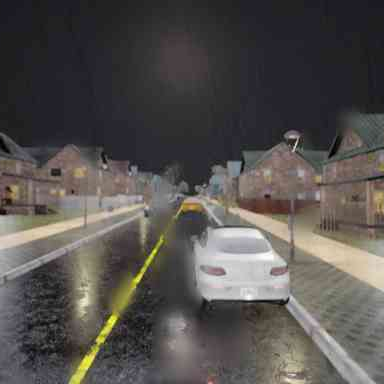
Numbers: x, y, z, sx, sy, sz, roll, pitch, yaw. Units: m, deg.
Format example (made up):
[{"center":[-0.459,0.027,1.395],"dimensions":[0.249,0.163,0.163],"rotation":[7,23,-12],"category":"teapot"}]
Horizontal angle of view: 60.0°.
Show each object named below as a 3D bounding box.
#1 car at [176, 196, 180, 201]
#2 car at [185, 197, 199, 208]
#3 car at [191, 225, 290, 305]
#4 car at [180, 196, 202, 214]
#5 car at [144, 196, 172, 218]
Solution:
[{"center":[-2.855,1.518,81.823],"dimensions":[1.895,1.301,4.718],"rotation":[0,0,0],"category":"car"},{"center":[-0.017,1.424,46.305],"dimensions":[1.837,1.490,4.892],"rotation":[0,0,1],"category":"car"},{"center":[0.952,1.506,7.902],"dimensions":[1.812,1.442,4.674],"rotation":[0,0,0],"category":"car"},{"center":[0.022,1.409,34.293],"dimensions":[1.882,1.535,5.008],"rotation":[0,-1,0],"category":"car"},{"center":[-2.885,1.290,29.036],"dimensions":[2.097,1.767,4.553],"rotation":[0,0,0],"category":"car"}]
